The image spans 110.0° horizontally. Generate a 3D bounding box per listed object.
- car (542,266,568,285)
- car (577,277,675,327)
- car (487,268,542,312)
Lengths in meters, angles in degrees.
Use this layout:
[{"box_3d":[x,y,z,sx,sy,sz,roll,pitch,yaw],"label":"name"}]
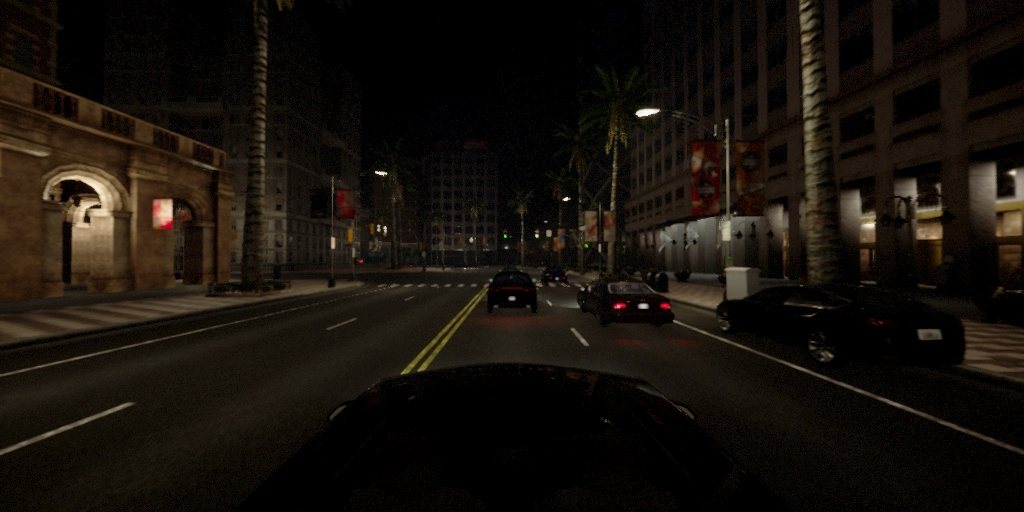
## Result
[{"box_3d":[3.488,1.588,29.842,1.812,1.442,4.674,0,0,0],"label":"car"},{"box_3d":[3.500,1.412,12.023,2.033,1.411,5.357,0,-1,0],"label":"car"},{"box_3d":[0.023,1.376,15.072,1.882,1.535,5.008,0,-1,0],"label":"car"}]
